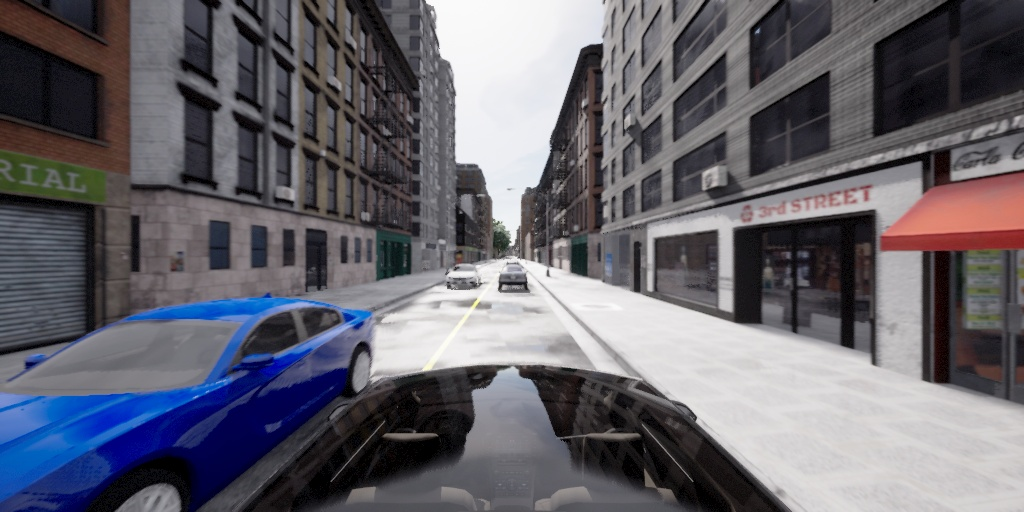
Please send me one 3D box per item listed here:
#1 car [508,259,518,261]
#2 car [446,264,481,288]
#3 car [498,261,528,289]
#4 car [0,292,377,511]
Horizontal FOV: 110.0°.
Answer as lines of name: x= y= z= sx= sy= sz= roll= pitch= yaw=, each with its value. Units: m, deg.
car: x=0.090 y=1.196 z=47.960 sx=2.128 sy=1.511 sz=4.902 roll=0 pitch=0 yaw=0
car: x=-3.074 y=1.255 z=23.407 sx=1.812 sy=1.442 sz=4.674 roll=0 pitch=0 yaw=0
car: x=0.073 y=1.277 z=22.963 sx=2.033 sy=1.411 sz=5.357 roll=0 pitch=0 yaw=0
car: x=-3.091 y=1.226 z=3.704 sx=1.882 sy=1.535 sz=5.008 roll=0 pitch=0 yaw=0
